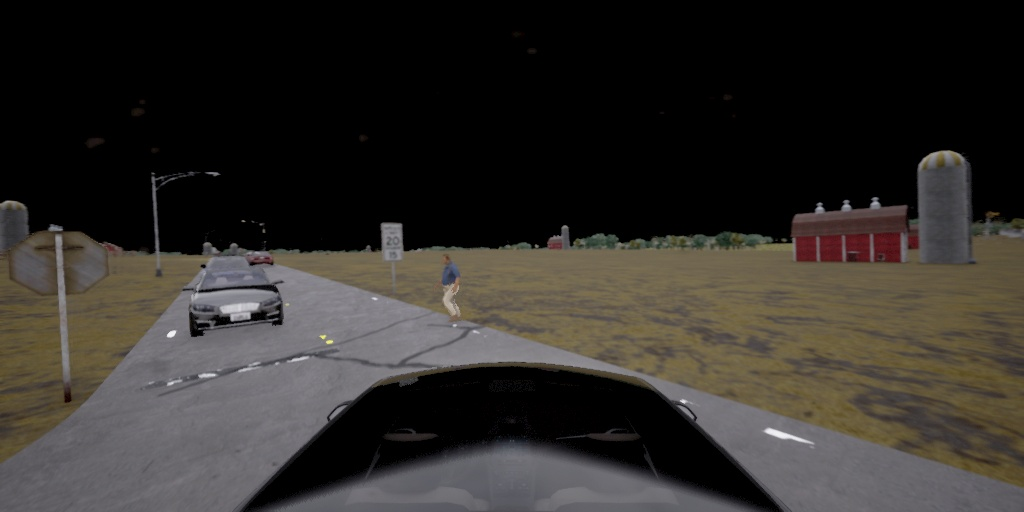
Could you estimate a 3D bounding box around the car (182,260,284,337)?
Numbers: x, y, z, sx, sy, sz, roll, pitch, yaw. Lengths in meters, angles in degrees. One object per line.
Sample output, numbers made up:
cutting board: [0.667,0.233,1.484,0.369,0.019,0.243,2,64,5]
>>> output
car: [-7.738,1.074,10.062,2.128,1.511,4.902,-3,3,-39]

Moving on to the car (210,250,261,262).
car: [-14.274,0.732,18.117,2.097,1.767,4.553,-3,3,-39]

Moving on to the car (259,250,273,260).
car: [-27.438,0.172,39.073,2.097,1.767,4.553,-3,3,-39]

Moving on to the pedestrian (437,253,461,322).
pedestrian: [-1.609,0.787,9.272,0.375,1.860,0.375,-1,0,-39]
